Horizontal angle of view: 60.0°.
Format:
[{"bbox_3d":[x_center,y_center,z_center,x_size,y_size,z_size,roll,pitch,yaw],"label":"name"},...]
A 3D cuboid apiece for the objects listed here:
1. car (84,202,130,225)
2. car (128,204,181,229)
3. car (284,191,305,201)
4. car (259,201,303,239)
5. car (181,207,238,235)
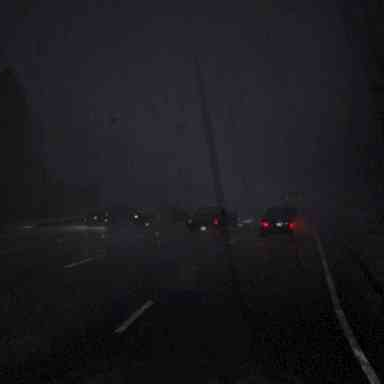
[{"bbox_3d":[-5.076,1.330,21.514,1.994,1.385,4.181,1,1,18],"label":"car"},{"bbox_3d":[-1.765,1.451,20.382,1.895,1.301,4.718,1,1,18],"label":"car"},{"bbox_3d":[12.623,0.897,41.043,2.150,2.045,5.566,0,0,19],"label":"car"},{"bbox_3d":[4.445,1.410,16.459,2.033,1.411,5.357,1,1,18],"label":"car"},{"bbox_3d":[1.223,1.428,17.857,1.895,1.301,4.718,1,1,18],"label":"car"}]
